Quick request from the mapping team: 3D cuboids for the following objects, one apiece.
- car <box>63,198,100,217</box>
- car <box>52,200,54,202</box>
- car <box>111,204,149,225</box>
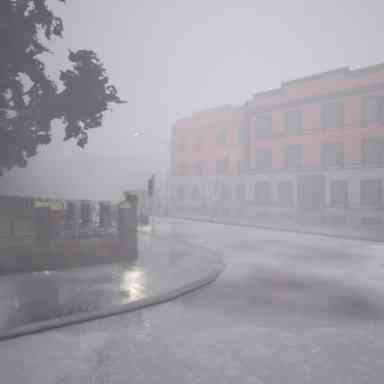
[{"bbox_3d":[-10.829,1.448,33.092,2.097,1.767,4.553,1,0,-35],"label":"car"},{"bbox_3d":[-17.813,1.696,42.932,1.895,1.301,4.718,1,0,-35],"label":"car"},{"bbox_3d":[-4.940,1.621,24.835,1.812,1.442,4.674,1,0,-36],"label":"car"}]
